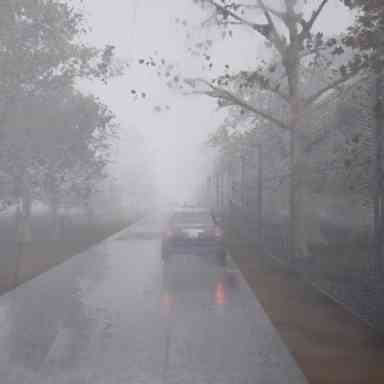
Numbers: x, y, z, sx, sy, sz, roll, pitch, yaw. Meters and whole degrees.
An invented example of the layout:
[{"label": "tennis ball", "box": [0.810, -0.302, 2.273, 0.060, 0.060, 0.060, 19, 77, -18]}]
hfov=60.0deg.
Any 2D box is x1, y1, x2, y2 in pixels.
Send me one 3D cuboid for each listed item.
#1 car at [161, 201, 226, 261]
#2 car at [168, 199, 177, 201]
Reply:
[{"label": "car", "box": [0.051, 1.374, 12.597, 2.097, 1.767, 4.553, 0, 0, 0]}, {"label": "car", "box": [-3.025, 1.764, 51.579, 2.033, 1.411, 5.357, 0, -1, 0]}]
